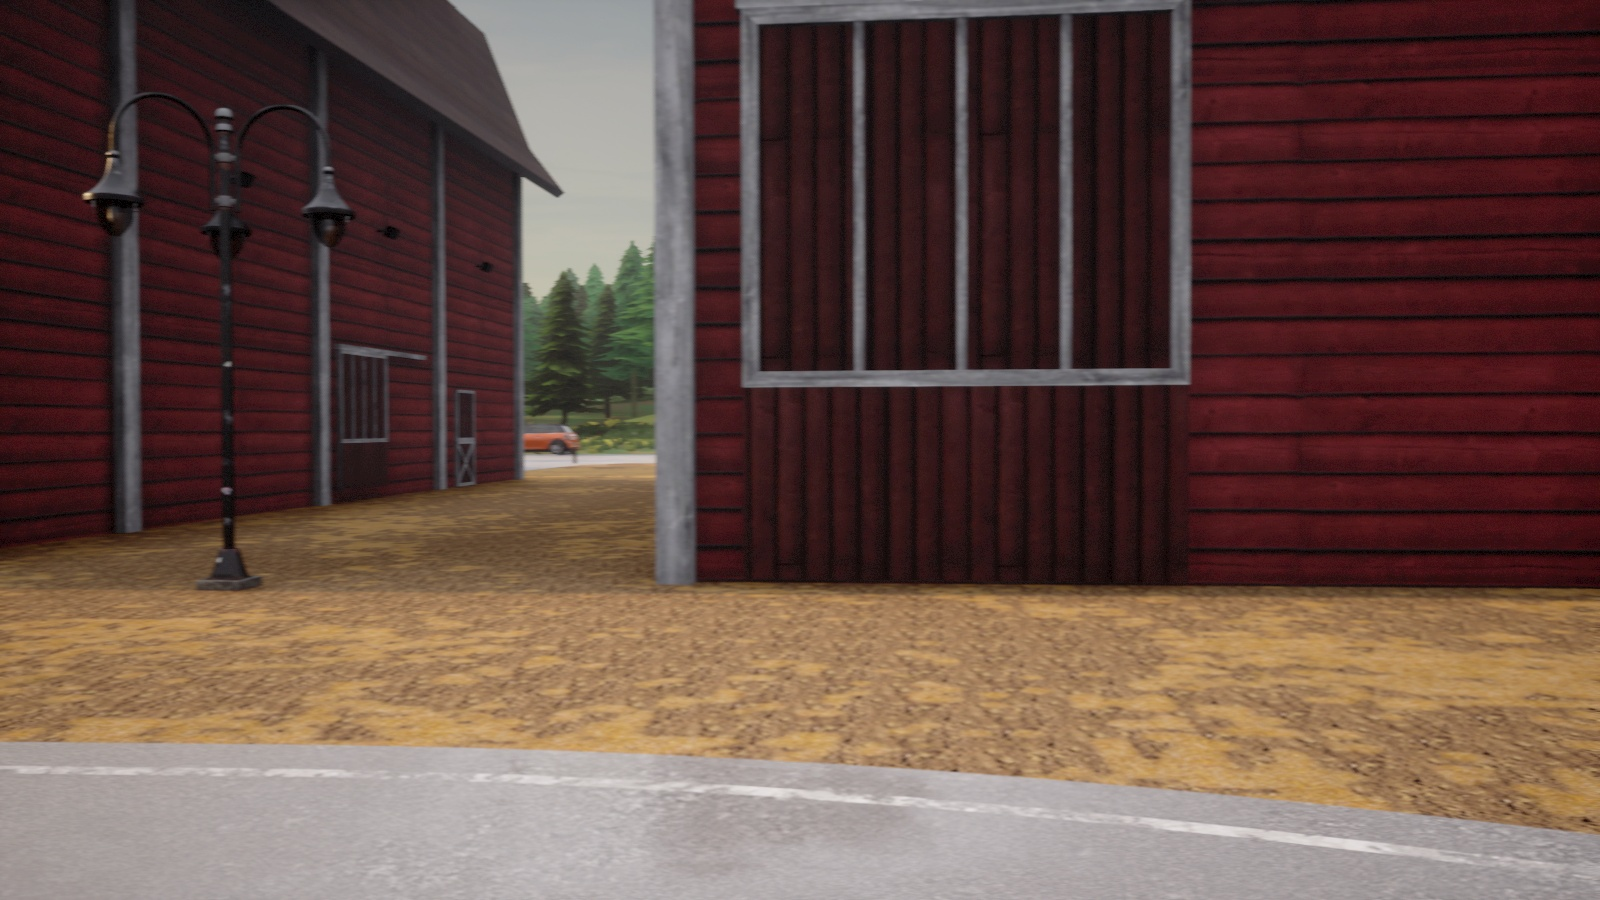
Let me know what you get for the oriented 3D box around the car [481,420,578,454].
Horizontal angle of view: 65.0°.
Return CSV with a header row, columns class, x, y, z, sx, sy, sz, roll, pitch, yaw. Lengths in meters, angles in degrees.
class,x,y,z,sx,sy,sz,roll,pitch,yaw
car,-14.216,-0.705,66.089,4.553,1.767,2.097,0,1,6
